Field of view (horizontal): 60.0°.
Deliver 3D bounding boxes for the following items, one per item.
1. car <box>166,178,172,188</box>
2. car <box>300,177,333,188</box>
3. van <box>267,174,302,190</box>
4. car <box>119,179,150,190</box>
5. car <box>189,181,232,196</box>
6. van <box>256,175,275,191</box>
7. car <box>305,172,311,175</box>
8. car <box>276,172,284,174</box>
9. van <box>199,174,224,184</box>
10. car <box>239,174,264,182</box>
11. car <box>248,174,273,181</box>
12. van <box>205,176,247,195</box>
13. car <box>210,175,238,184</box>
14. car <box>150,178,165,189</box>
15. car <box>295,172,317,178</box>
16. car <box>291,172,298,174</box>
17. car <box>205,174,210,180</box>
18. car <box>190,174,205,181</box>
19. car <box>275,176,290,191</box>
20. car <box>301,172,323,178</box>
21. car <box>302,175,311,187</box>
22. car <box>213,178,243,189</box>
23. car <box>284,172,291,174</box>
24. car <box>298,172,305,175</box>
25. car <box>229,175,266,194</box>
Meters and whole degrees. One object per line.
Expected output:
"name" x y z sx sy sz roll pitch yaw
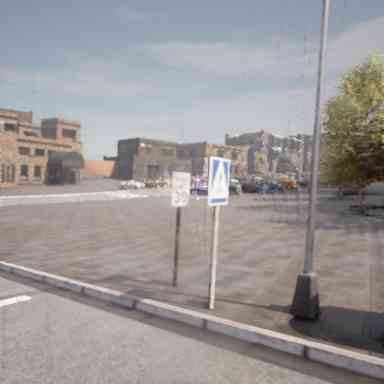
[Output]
"car" -5.248 -1.734 58.261 4.553 1.767 2.185 2 6 31
"car" 21.210 -1.670 56.759 4.792 1.488 2.163 4 7 32
"van" 14.097 -1.360 51.268 4.442 1.987 1.878 4 7 33
"car" -9.869 -1.195 54.616 4.674 1.452 2.002 2 5 31
"car" 1.988 -0.218 42.408 5.008 1.535 2.097 4 7 33
"van" 9.091 -1.002 47.804 4.442 1.987 1.878 4 7 33
"car" 26.959 -4.309 83.735 4.553 1.767 2.185 2 5 32
"car" 17.724 -3.466 76.526 4.892 1.521 2.231 2 6 32
"van" 3.827 -2.585 65.671 4.442 1.987 1.878 2 6 31
"car" 13.115 -3.099 72.914 5.008 1.535 2.097 2 5 32
"car" 15.423 -3.282 74.718 4.892 1.521 2.231 2 6 32
"van" 4.489 -0.621 44.107 4.442 1.987 1.878 4 7 33
"car" 6.386 -2.541 67.354 5.366 1.575 1.946 2 5 32
"car" -7.543 -1.393 56.441 4.792 1.488 2.163 2 5 31
"car" 29.252 -4.352 85.565 5.008 1.535 2.097 2 5 32
"car" 22.349 -3.959 80.124 4.553 1.767 2.185 2 5 32
"car" 1.630 -2.171 63.805 5.008 1.535 2.097 2 5 31
"car" -0.647 -2.108 61.935 4.553 1.767 2.185 2 6 31
"car" 11.570 -1.083 49.564 4.553 1.767 2.185 4 7 33
"car" 31.551 -4.511 87.377 5.008 1.535 2.097 2 5 32
"car" 18.798 -1.512 54.948 4.892 1.521 2.231 4 7 33
"car" 6.171 -1.477 56.239 4.892 1.490 1.837 -3 6 -29
"car" 20.027 -3.653 78.340 5.008 1.535 2.097 2 6 32
"car" 24.635 -3.974 81.971 4.674 1.452 2.002 2 5 32
"car" 6.764 -0.838 45.965 5.566 2.045 2.435 4 7 33
